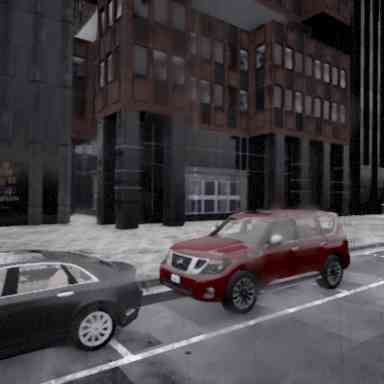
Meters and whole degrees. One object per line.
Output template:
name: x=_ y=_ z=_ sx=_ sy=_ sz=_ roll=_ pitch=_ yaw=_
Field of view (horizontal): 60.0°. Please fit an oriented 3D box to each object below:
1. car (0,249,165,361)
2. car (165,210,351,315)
car: x=-2.833 y=1.553 z=4.626 sx=4.403 sy=1.369 sz=2.008 roll=1 pitch=0 yaw=-35
car: x=1.738 y=1.377 z=7.881 sx=5.009 sy=1.841 sz=2.192 roll=1 pitch=0 yaw=-35
